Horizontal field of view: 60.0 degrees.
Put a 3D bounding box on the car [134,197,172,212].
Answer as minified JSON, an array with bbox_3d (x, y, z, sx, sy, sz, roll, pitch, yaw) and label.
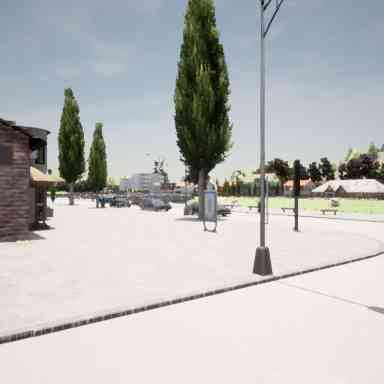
[{"bbox_3d":[-4.511,1.547,39.739,2.033,1.411,5.357,0,0,-36],"label":"car"}]

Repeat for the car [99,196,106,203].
[{"bbox_3d":[-16.851,1.478,64.110,1.882,1.535,5.008,0,0,-36],"label":"car"}]

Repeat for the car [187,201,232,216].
[{"bbox_3d":[1.360,1.547,31.560,2.033,1.411,5.357,0,0,-36],"label":"car"}]

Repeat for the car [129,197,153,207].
[{"bbox_3d":[-8.001,1.526,51.793,1.812,1.442,4.674,0,0,-36],"label":"car"}]

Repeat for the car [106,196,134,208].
[{"bbox_3d":[-10.371,1.564,47.948,1.994,1.385,4.181,0,0,-35],"label":"car"}]
